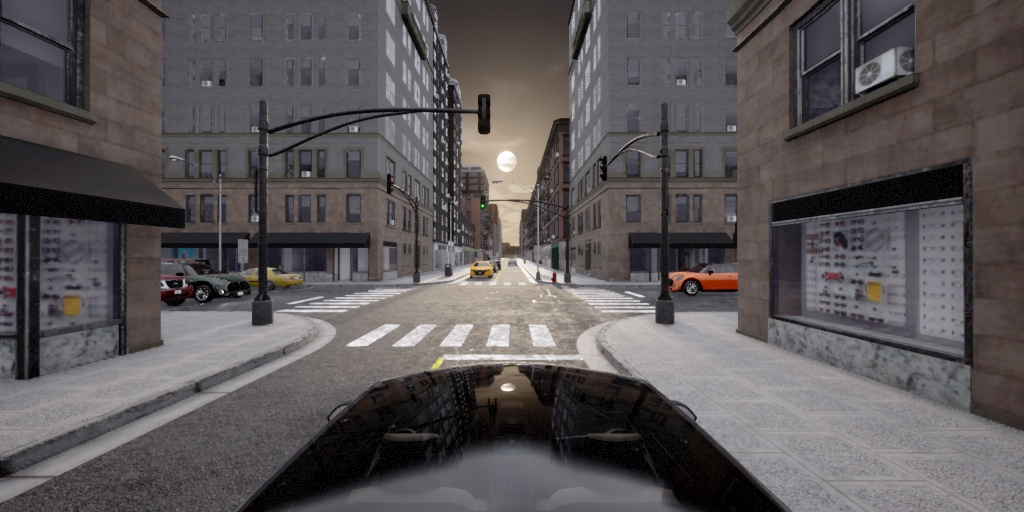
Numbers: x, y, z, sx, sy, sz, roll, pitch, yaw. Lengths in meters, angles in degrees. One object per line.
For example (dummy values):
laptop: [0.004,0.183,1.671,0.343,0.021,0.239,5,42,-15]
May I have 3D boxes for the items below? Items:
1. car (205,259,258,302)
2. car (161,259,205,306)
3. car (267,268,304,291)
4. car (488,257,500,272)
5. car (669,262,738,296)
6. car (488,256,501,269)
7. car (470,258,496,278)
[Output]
car: [-14.380,1.086,16.041,4.553,1.767,2.097,0,0,0]
car: [-15.092,1.036,13.501,5.009,1.841,2.192,0,0,0]
car: [-15.237,1.282,21.526,4.829,1.417,1.751,0,0,0]
car: [-2.820,1.251,44.256,1.837,1.490,4.892,0,0,0]
car: [10.433,1.121,18.983,4.553,1.767,2.097,0,0,1]
car: [-2.807,0.962,54.849,2.150,2.045,5.566,0,0,0]
car: [-2.825,1.227,33.853,1.882,1.535,5.008,0,0,0]
